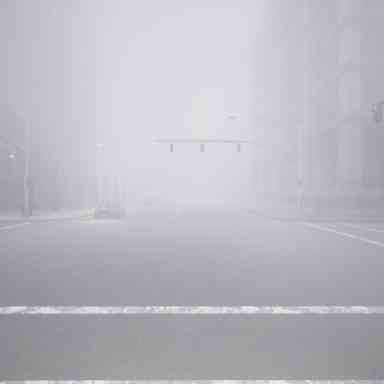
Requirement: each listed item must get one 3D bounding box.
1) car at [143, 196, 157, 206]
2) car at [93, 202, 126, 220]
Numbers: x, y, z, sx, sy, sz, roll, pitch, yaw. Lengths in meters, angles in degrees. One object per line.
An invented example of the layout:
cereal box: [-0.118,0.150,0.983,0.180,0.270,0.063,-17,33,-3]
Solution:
car: [-6.732,1.459,54.081,2.128,1.511,4.902,0,0,0]
car: [-6.854,1.558,28.126,1.994,1.385,4.181,0,0,0]
